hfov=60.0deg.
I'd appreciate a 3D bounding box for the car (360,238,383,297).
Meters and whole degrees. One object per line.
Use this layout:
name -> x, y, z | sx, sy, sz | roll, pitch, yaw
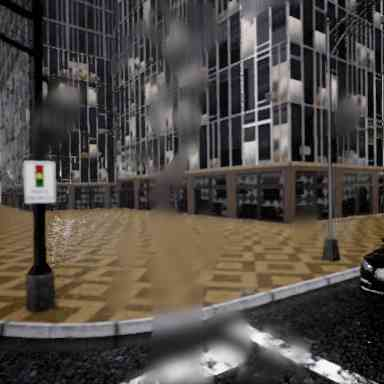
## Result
car -> 5.697, 1.462, 7.464 | 4.902, 1.511, 2.128 | 0, 0, -35
